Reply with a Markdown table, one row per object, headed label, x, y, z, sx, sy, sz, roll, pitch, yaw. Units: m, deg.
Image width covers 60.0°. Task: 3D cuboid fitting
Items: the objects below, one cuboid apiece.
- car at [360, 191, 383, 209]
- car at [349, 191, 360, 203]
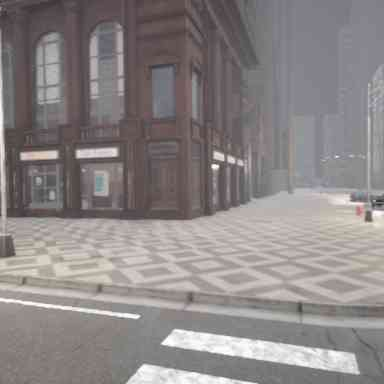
| label | x | y | z | sx | sy | sz | roll | pitch | yaw |
| --- | --- | --- | --- | --- | --- | --- | --- | --- | --- |
| car | 16.882 | 0.775 | 30.159 | 1.895 | 1.301 | 4.718 | 0 | 1 | 18 |
| car | 20.011 | 0.519 | 39.560 | 1.994 | 1.385 | 4.181 | 0 | 1 | 18 |
